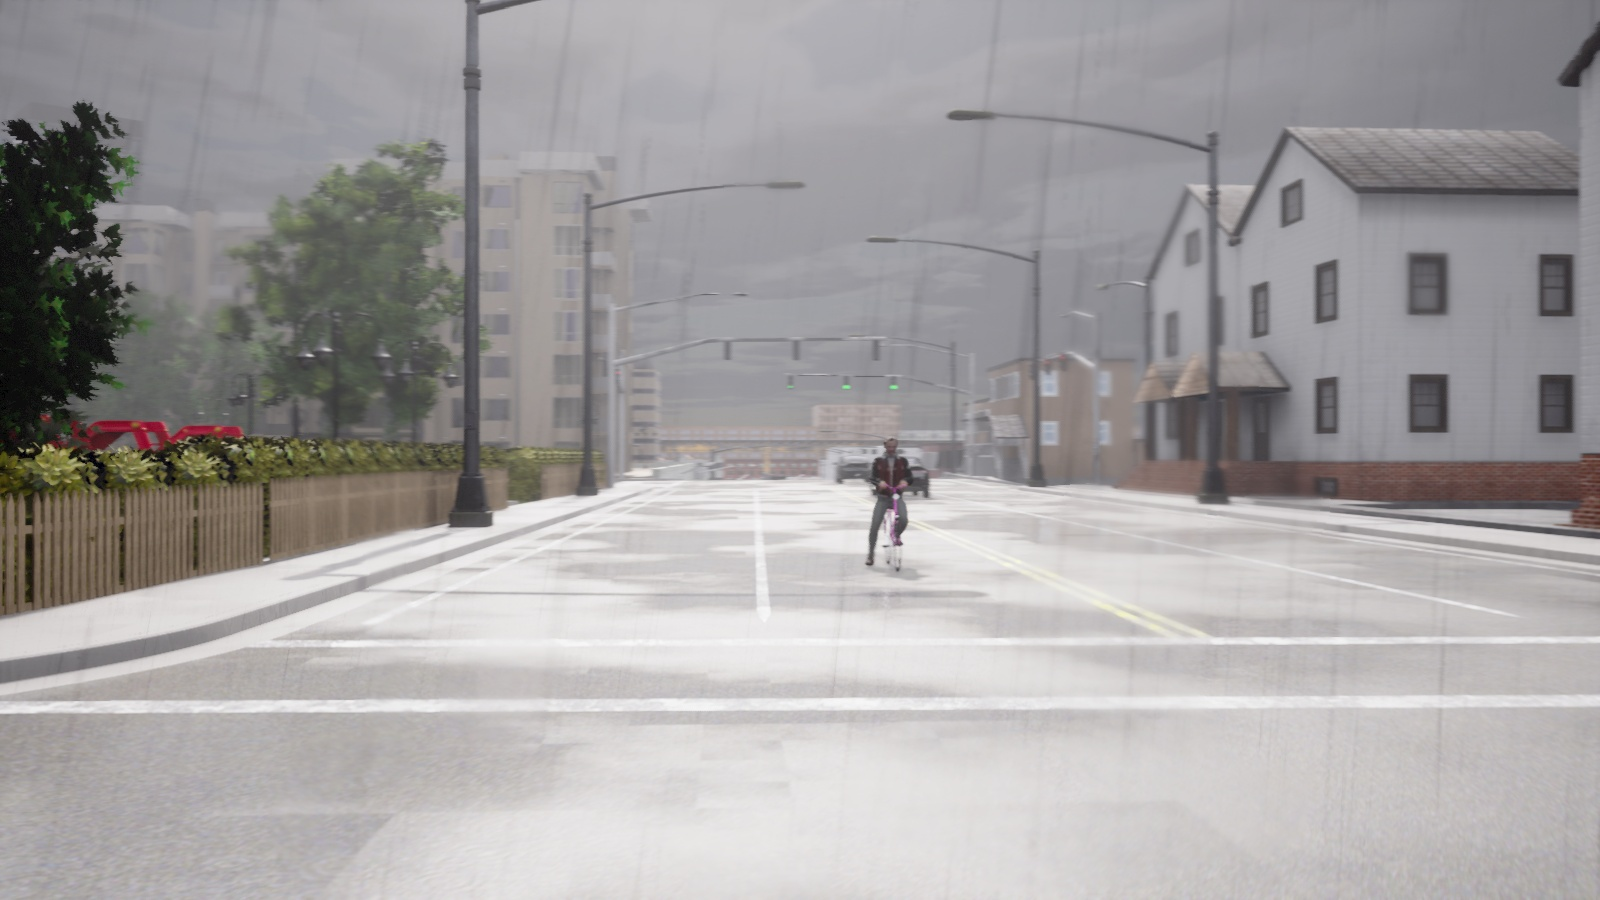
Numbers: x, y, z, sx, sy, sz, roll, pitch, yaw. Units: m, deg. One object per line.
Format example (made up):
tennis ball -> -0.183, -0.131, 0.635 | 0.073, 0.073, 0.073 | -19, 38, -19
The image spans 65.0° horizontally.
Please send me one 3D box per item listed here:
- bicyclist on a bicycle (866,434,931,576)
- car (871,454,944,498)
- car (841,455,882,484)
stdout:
bicyclist on a bicycle -> 1.276, 0.696, 16.618 | 0.659, 1.776, 1.843 | 0, -1, -2
car -> 3.879, 0.921, 46.292 | 2.128, 1.511, 4.902 | 0, 0, -2
car -> 3.244, 1.025, 67.274 | 1.837, 1.490, 4.892 | 0, 0, -2
